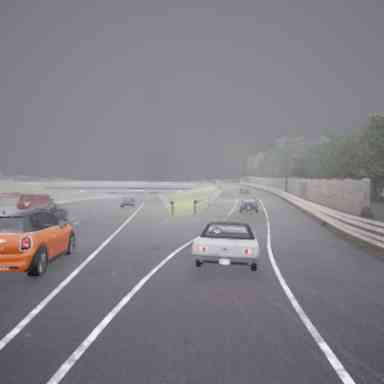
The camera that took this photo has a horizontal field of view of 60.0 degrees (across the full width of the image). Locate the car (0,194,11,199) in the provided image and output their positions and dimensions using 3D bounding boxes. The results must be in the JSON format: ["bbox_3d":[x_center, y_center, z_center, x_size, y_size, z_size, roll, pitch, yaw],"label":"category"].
[{"bbox_3d":[-26.866,1.380,48.856,1.895,1.301,4.718,0,0,-6],"label":"car"}]

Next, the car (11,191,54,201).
[{"bbox_3d":[-14.191,1.170,30.693,2.150,2.045,5.566,0,0,-7],"label":"car"}]

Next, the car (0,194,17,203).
[{"bbox_3d":[-35.471,1.195,63.144,2.033,1.411,5.357,0,0,-7],"label":"car"}]

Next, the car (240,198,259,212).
[{"bbox_3d":[6.095,1.313,35.465,1.812,1.442,4.674,0,2,11],"label":"car"}]

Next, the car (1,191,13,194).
[{"bbox_3d":[-31.209,0.928,56.557,2.150,2.045,5.566,0,1,-6],"label":"car"}]

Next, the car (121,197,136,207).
[{"bbox_3d":[-9.089,1.438,47.724,2.033,1.411,5.357,0,0,-6],"label":"car"}]

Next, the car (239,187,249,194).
[{"bbox_3d":[11.030,-0.408,70.634,2.128,1.511,4.902,0,3,5],"label":"car"}]

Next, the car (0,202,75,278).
[{"bbox_3d":[-5.086,1.335,10.167,2.097,1.767,4.553,0,0,-6],"label":"car"}]

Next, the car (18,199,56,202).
[{"bbox_3d":[-9.784,1.460,22.449,2.128,1.511,4.902,0,0,-6],"label":"car"}]

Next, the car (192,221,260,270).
[{"bbox_3d":[1.261,1.647,11.340,1.895,1.301,4.718,2,0,9],"label":"car"}]
